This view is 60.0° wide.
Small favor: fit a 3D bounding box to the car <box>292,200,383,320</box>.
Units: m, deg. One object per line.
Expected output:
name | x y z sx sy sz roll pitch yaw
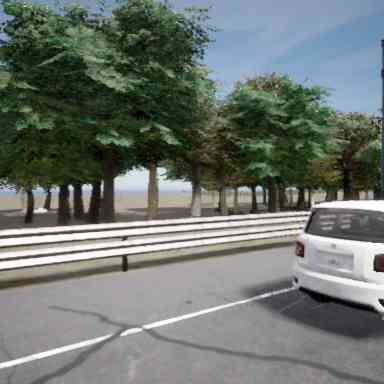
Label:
car | 4.464 1.180 6.846 5.566 2.045 2.150 0 0 -35
